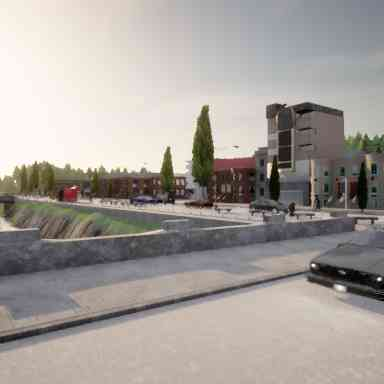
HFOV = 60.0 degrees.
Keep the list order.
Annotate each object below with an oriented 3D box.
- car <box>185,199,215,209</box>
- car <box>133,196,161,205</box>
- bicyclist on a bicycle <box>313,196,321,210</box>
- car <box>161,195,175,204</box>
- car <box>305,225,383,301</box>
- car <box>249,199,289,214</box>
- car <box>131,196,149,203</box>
[{"bbox_3d":[1.068,1.601,44.699,1.895,1.301,4.718,0,0,-35],"label":"car"},{"bbox_3d":[-7.778,1.478,57.277,1.882,1.535,5.008,0,0,-35],"label":"car"},{"bbox_3d":[14.937,1.349,39.677,1.656,1.620,0.582,0,0,-35],"label":"bicyclist on a bicycle"},{"bbox_3d":[-5.033,1.352,60.513,2.097,1.767,4.553,0,0,-36],"label":"car"},{"bbox_3d":[5.154,1.547,8.237,5.357,1.411,2.033,0,0,-35],"label":"car"},{"bbox_3d":[8.106,1.505,34.793,1.837,1.490,4.892,0,0,-35],"label":"car"},{"bbox_3d":[-10.758,1.526,68.554,1.812,1.442,4.674,0,0,-36],"label":"car"}]
